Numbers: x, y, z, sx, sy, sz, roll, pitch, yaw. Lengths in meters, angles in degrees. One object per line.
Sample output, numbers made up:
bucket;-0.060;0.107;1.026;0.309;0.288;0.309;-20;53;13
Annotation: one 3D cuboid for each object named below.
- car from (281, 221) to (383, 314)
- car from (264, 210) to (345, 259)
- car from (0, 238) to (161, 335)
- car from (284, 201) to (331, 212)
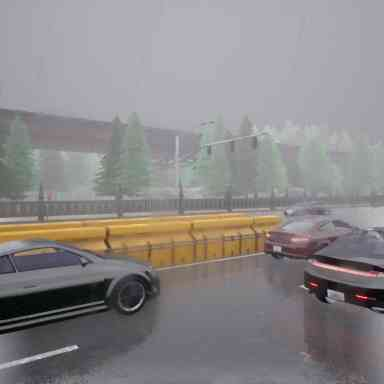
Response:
car;4.360;1.492;6.902;4.902;1.511;2.128;0;0;-35
car;4.422;1.526;11.234;4.674;1.442;1.812;0;0;-35
car;-2.683;1.564;6.125;4.181;1.385;1.994;0;0;-36
car;9.828;1.491;28.223;4.902;1.511;2.128;0;0;-36
